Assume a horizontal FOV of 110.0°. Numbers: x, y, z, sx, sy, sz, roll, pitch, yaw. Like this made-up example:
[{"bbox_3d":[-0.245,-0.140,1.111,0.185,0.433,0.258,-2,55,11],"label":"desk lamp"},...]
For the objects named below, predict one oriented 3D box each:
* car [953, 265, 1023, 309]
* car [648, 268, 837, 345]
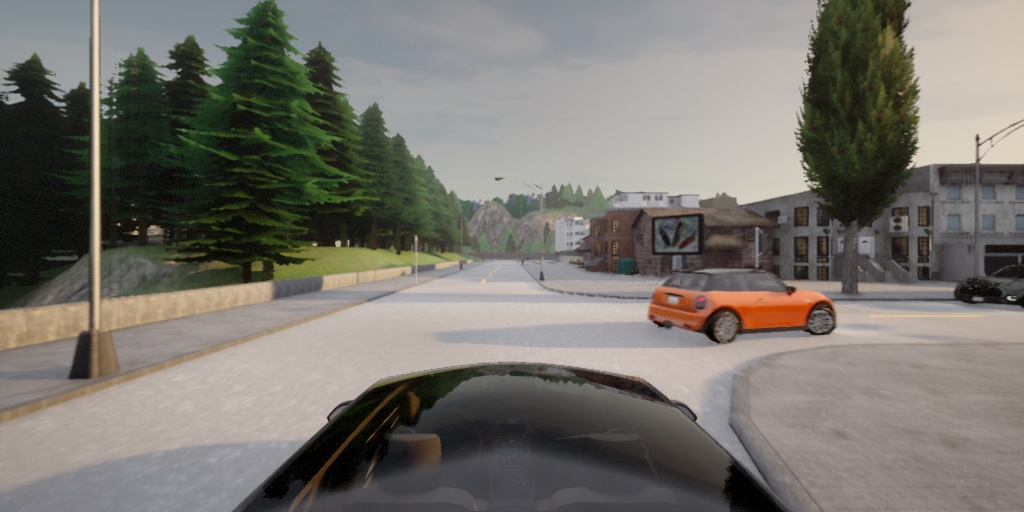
[{"bbox_3d":[20.429,1.110,14.013,4.553,1.767,2.097,0,0,0],"label":"car"},{"bbox_3d":[5.983,1.096,9.374,4.553,1.767,2.097,0,1,-17],"label":"car"}]
